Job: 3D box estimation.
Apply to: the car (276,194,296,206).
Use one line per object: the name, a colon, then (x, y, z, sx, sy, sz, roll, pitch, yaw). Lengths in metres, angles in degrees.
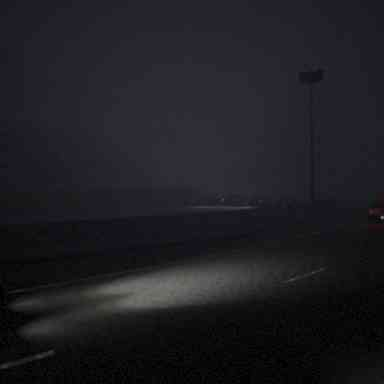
car: (11.542, 1.059, 40.504, 1.837, 1.490, 4.892, 0, 1, 24)

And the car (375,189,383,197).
car: (21.199, 0.699, 35.898, 2.150, 2.045, 5.566, 0, 0, 25)

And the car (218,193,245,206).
car: (5.474, 0.945, 44.073, 2.097, 1.767, 4.553, 0, 0, 24)

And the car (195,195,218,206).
car: (2.263, 1.167, 45.193, 2.033, 1.411, 5.357, 0, 1, 25)

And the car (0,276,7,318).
car: (-5.305, 1.516, 4.452, 4.902, 1.511, 2.128, -1, 1, -35)

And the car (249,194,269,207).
car: (8.579, 1.076, 42.433, 1.837, 1.490, 4.892, 0, 1, 24)

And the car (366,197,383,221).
car: (13.280, 1.277, 22.595, 1.895, 1.301, 4.718, 0, 1, 37)
